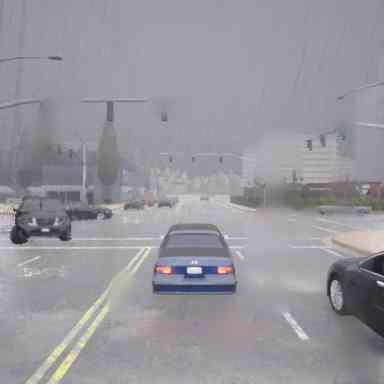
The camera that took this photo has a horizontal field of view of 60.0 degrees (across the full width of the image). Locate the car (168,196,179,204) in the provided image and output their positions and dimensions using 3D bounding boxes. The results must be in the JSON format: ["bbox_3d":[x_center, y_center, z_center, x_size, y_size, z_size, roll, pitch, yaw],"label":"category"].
[{"bbox_3d":[-3.748,1.564,66.696,1.994,1.385,4.181,0,0,0],"label":"car"}]

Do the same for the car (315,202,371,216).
[{"bbox_3d":[14.343,1.601,31.804,4.718,1.301,1.895,0,0,1],"label":"car"}]

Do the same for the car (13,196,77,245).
[{"bbox_3d":[-7.341,1.222,16.225,2.150,2.045,5.566,2,-1,-28],"label":"car"}]

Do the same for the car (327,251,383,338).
[{"bbox_3d":[3.547,1.505,4.636,1.837,1.490,4.892,0,0,0],"label":"car"}]

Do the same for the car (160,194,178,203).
[{"bbox_3d":[-3.771,1.491,56.828,2.128,1.511,4.902,0,0,0],"label":"car"}]

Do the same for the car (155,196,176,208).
[{"bbox_3d":[-3.755,1.601,47.558,1.895,1.301,4.718,0,0,0],"label":"car"}]

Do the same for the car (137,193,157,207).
[{"bbox_3d":[-7.260,1.221,51.896,2.150,2.045,5.566,0,0,0],"label":"car"}]

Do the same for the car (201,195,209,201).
[{"bbox_3d":[3.222,1.552,84.560,1.994,1.385,4.181,0,0,0],"label":"car"}]

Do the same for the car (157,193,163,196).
[{"bbox_3d":[-7.262,1.352,62.854,2.097,1.767,4.553,0,0,0],"label":"car"}]

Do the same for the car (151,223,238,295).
[{"bbox_3d":[0.053,1.547,8.881,2.033,1.411,5.357,0,0,0],"label":"car"}]

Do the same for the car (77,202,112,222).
[{"bbox_3d":[-8.672,1.477,25.381,5.008,1.535,1.882,0,1,-18],"label":"car"}]

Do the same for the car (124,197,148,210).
[{"bbox_3d":[-7.287,1.601,42.252,1.895,1.301,4.718,0,0,1],"label":"car"}]
